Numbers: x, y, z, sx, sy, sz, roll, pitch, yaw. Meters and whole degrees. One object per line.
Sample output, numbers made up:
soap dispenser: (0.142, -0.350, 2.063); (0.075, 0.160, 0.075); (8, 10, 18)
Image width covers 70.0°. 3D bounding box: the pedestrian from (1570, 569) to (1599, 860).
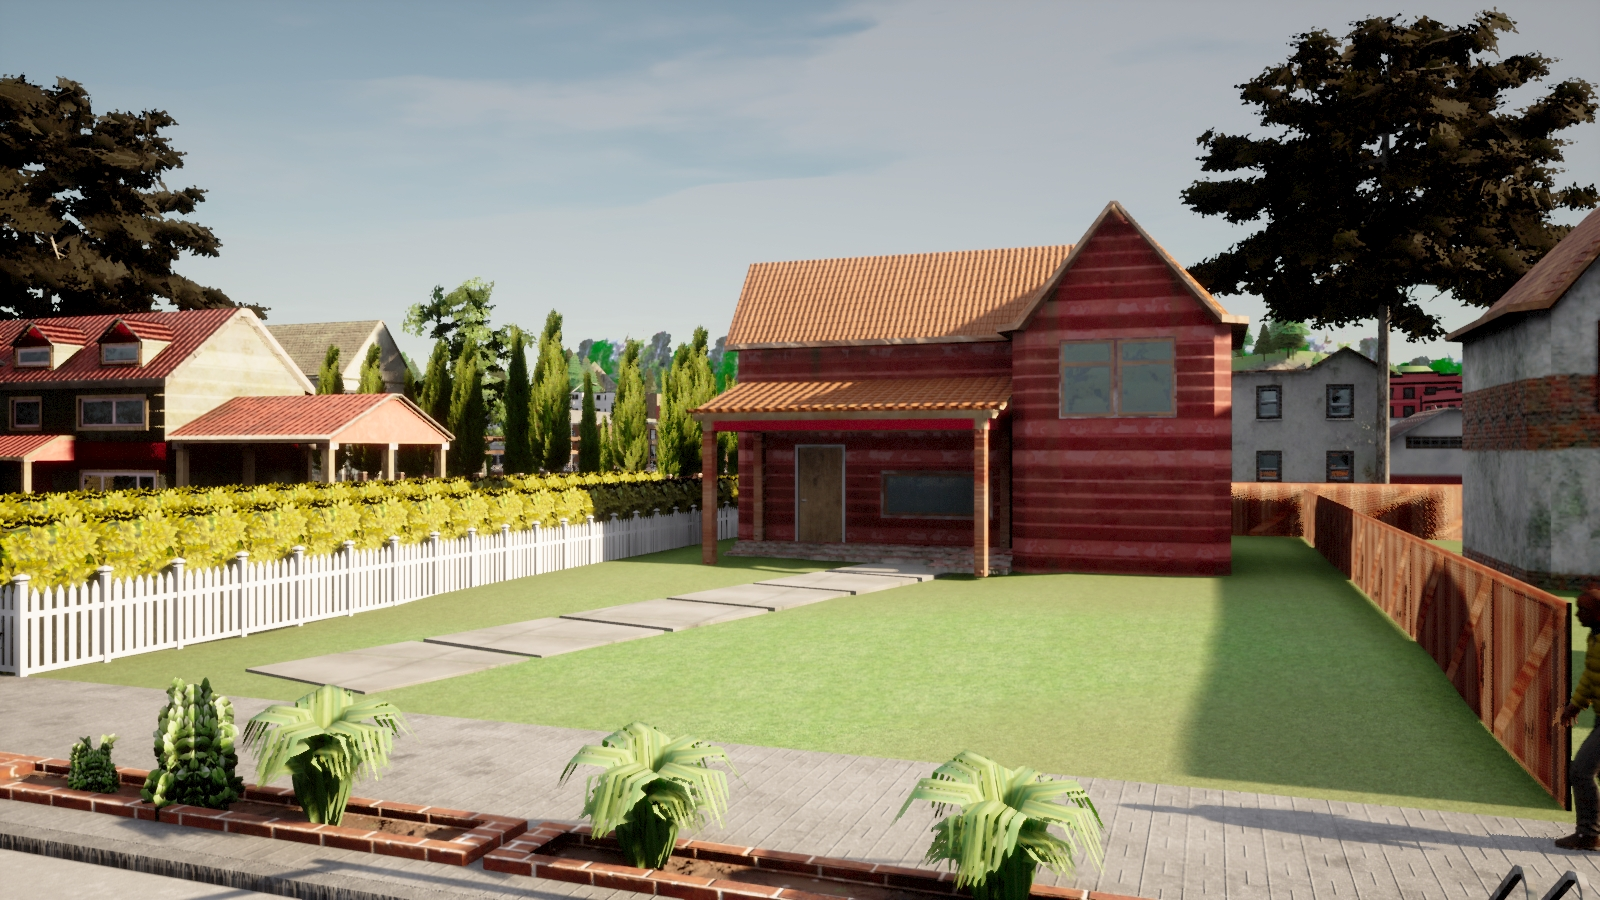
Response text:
pedestrian: (5.391, 1.744, 7.588); (0.375, 1.860, 0.375); (0, 0, 20)
